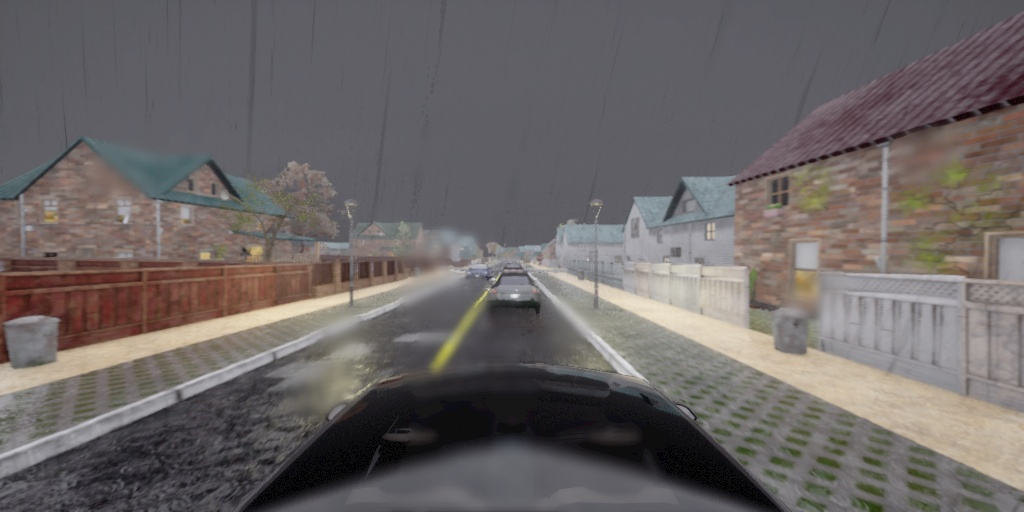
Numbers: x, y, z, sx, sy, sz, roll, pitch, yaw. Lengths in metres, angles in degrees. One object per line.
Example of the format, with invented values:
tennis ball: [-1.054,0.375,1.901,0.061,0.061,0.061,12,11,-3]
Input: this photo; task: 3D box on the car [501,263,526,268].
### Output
car: [0.109,1.305,29.596,2.128,1.511,4.902,0,0,0]

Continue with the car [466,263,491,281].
car: [-2.753,1.343,30.944,1.812,1.442,4.674,0,0,0]

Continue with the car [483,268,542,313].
car: [0.104,1.341,14.251,1.994,1.385,4.181,0,0,0]
